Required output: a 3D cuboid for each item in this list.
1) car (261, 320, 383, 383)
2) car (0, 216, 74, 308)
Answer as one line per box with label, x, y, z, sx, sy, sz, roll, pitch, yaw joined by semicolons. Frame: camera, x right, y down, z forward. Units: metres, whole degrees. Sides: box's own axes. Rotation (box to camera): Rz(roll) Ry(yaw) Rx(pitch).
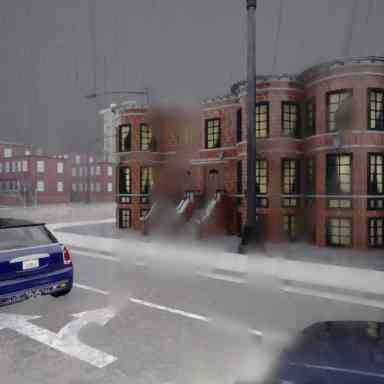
car;3.056;1.547;1.809;5.357;1.411;2.033;0;0;36
car;-4.716;1.352;7.355;4.553;1.767;2.097;0;0;35
